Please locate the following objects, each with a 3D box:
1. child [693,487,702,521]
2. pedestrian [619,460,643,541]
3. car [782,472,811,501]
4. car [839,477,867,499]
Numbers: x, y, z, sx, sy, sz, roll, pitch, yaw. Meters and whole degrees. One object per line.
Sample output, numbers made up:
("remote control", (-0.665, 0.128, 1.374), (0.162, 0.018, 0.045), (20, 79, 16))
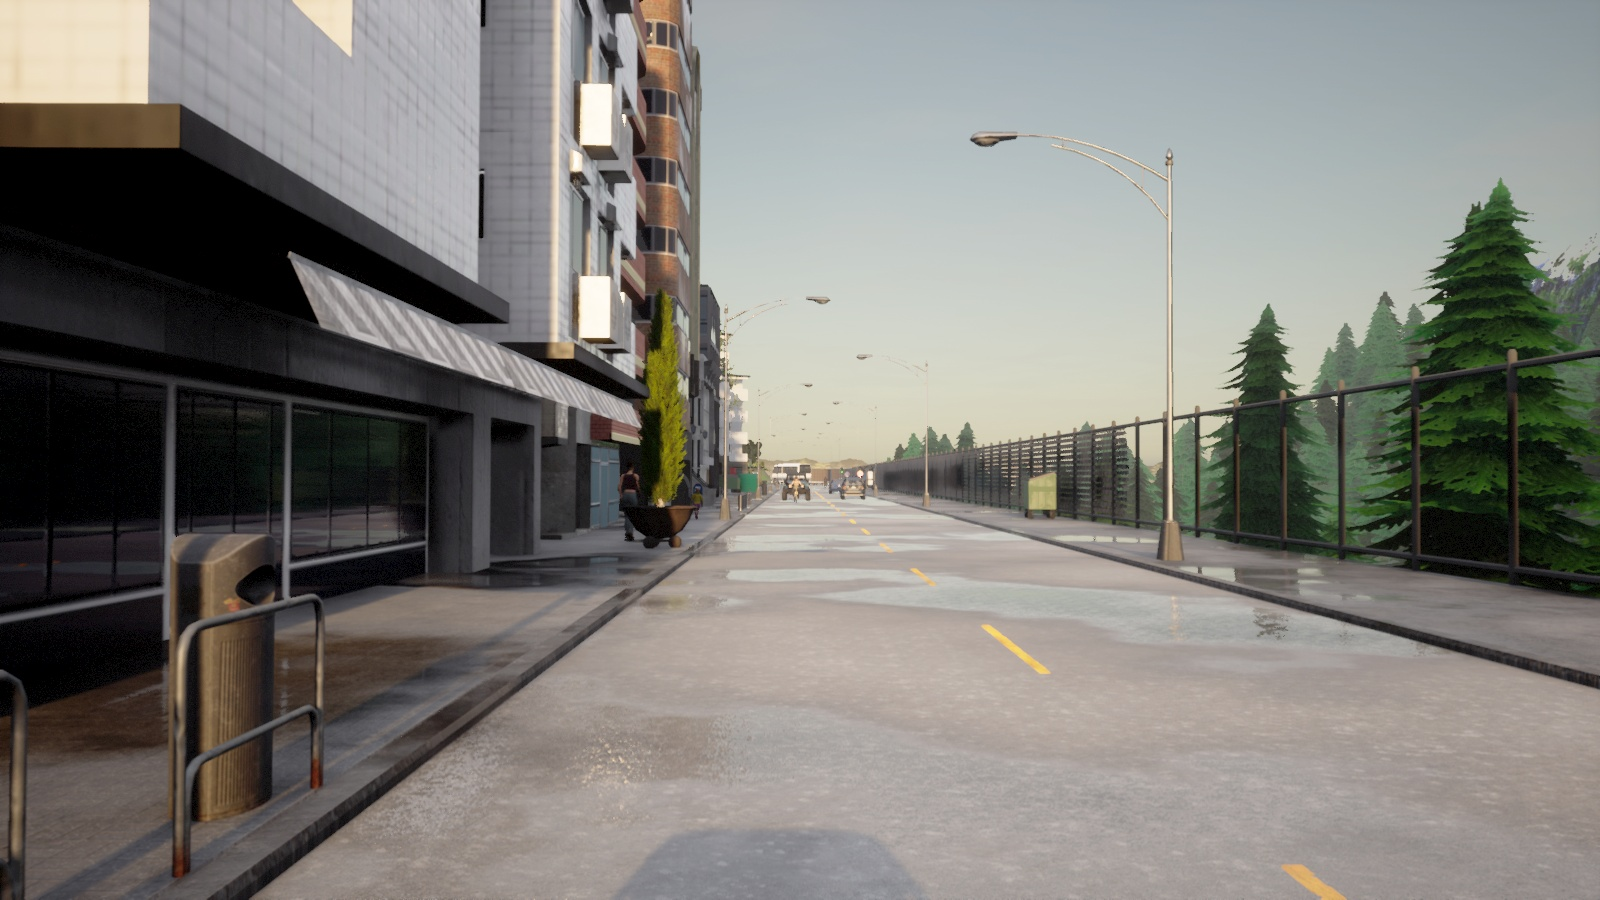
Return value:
("child", (-3.524, 1.854, 43.176), (0.299, 1.160, 0.473), (0, -1, -9))
("pedestrian", (-3.869, 1.143, 28.766), (0.345, 1.836, 0.594), (-1, -1, 15))
("car", (-0.225, 2.423, 84.018), (1.905, 1.878, 3.866), (0, -1, 0))
("car", (3.759, 2.710, 89.600), (1.789, 1.549, 3.705), (0, -1, 0))
